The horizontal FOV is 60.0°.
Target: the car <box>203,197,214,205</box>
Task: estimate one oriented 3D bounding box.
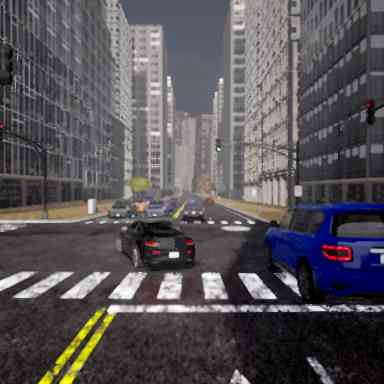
[{"bbox_3d":[3.279,1.776,64.292,1.882,1.535,5.008,0,0,0],"label":"car"}]

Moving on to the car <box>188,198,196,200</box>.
[{"bbox_3d":[0.029,1.850,65.111,2.033,1.411,5.357,0,0,0],"label":"car"}]

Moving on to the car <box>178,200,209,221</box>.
[{"bbox_3d":[0.125,1.690,28.620,2.033,1.411,5.357,0,0,0],"label":"car"}]

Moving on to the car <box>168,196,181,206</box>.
[{"bbox_3d":[-3.223,1.640,61.687,2.097,1.767,4.553,0,0,0],"label":"car"}]

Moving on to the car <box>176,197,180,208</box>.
[{"bbox_3d":[-3.246,1.809,51.629,1.994,1.385,4.181,0,0,1],"label":"car"}]

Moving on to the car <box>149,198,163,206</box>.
[{"bbox_3d":[-6.474,1.832,60.793,2.033,1.411,5.357,0,0,0],"label":"car"}]

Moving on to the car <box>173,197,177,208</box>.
[{"bbox_3d":[-3.316,1.748,41.662,2.033,1.411,5.357,0,0,0],"label":"car"}]

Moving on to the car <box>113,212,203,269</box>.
[{"bbox_3d":[-1.391,1.653,11.733,1.812,1.442,4.674,1,-1,-22],"label":"car"}]

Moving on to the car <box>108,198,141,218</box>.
[{"bbox_3d":[-6.612,1.510,32.147,2.097,1.767,4.553,0,0,1],"label":"car"}]

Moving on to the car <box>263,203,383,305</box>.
[{"bbox_3d":[3.345,1.303,8.313,2.150,2.045,5.566,0,-2,0],"label":"car"}]

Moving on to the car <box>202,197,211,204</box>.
[{"bbox_3d":[3.284,1.863,74.308,1.812,1.442,4.674,0,0,0],"label":"car"}]

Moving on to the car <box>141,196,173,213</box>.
[{"bbox_3d":[-3.331,1.510,32.191,2.097,1.767,4.553,0,0,0],"label":"car"}]
